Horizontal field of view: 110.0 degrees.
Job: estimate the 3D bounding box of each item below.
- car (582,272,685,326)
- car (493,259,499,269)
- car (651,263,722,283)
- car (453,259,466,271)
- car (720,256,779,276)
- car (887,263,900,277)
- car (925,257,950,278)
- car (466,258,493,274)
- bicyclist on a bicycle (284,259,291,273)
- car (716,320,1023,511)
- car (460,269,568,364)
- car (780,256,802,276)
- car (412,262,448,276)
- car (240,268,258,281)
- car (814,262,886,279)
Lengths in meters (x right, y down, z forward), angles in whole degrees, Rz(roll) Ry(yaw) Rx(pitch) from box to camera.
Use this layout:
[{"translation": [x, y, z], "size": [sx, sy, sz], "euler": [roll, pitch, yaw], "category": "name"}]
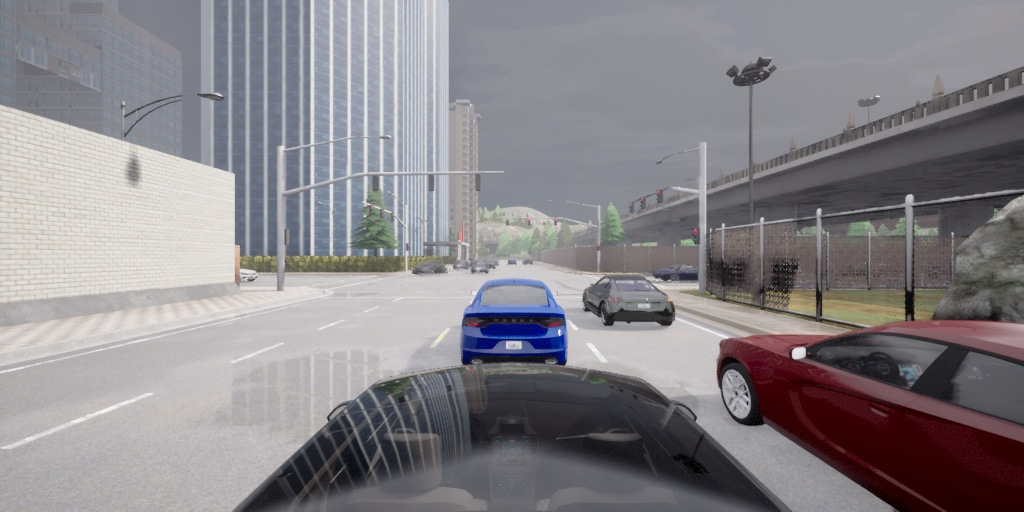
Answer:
[{"translation": [3.576, 1.313, 11.679], "size": [1.994, 1.385, 4.181], "euler": [0, 0, 0], "category": "car"}, {"translation": [-3.579, 1.097, 54.790], "size": [2.097, 1.767, 4.553], "euler": [0, 0, 0], "category": "car"}, {"translation": [13.720, 1.405, 28.131], "size": [4.718, 1.301, 1.895], "euler": [0, 0, -1], "category": "car"}, {"translation": [-7.085, 1.238, 50.499], "size": [2.128, 1.511, 4.902], "euler": [0, 0, 0], "category": "car"}, {"translation": [20.000, 1.024, 31.949], "size": [5.566, 2.045, 2.150], "euler": [0, 0, 0], "category": "car"}, {"translation": [35.557, 1.328, 35.466], "size": [4.674, 1.442, 1.812], "euler": [0, 0, 0], "category": "car"}, {"translation": [40.477, 1.024, 31.971], "size": [5.566, 2.045, 2.150], "euler": [0, 0, 0], "category": "car"}, {"translation": [-3.591, 1.255, 40.658], "size": [2.128, 1.511, 4.902], "euler": [0, 0, 0], "category": "car"}, {"translation": [-25.294, 1.103, 40.146], "size": [0.582, 1.620, 1.656], "euler": [0, 0, 0], "category": "bicyclist on a bicycle"}, {"translation": [3.601, 1.228, 2.685], "size": [1.882, 1.535, 5.008], "euler": [0, 0, 0], "category": "car"}, {"translation": [0.054, 1.227, 8.019], "size": [1.882, 1.535, 5.008], "euler": [0, 0, 1], "category": "car"}, {"translation": [25.378, 1.024, 35.467], "size": [5.566, 2.045, 2.150], "euler": [0, 0, -1], "category": "car"}, {"translation": [-8.765, 1.345, 38.511], "size": [1.994, 1.385, 4.181], "euler": [0, 0, 25], "category": "car"}, {"translation": [-22.633, 1.329, 28.189], "size": [4.674, 1.442, 1.812], "euler": [0, 0, 0], "category": "car"}, {"translation": [29.769, 1.404, 31.967], "size": [4.718, 1.301, 1.895], "euler": [0, 0, 0], "category": "car"}]
